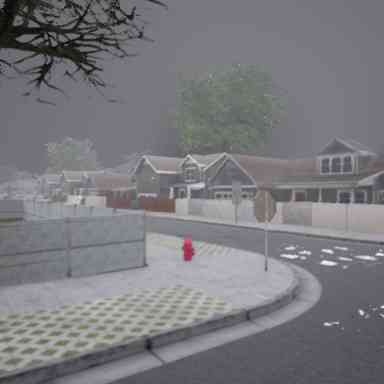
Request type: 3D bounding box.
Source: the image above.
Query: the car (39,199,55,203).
[{"bbox_3d":[-20.030,1.651,45.929,1.812,1.442,4.674,1,0,-36],"label":"car"}]
